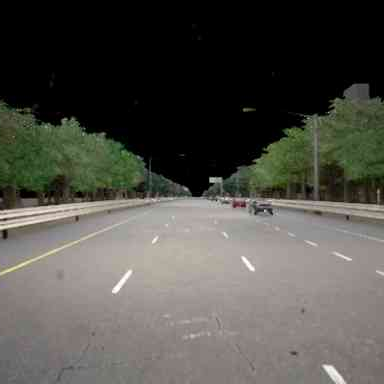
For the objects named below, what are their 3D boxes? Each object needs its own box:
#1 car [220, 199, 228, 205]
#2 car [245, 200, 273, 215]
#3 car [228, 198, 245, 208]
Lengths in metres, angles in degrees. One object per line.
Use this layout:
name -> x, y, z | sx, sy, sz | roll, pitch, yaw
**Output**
car -> 7.285, 2.113, 74.120 | 1.895, 1.301, 4.718 | 0, -1, 0
car -> 7.057, 1.588, 34.444 | 1.837, 1.490, 4.892 | 0, 0, 0
car -> 7.133, 1.724, 51.369 | 1.882, 1.535, 5.008 | 0, -1, 0
